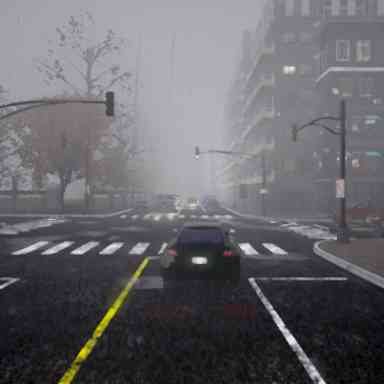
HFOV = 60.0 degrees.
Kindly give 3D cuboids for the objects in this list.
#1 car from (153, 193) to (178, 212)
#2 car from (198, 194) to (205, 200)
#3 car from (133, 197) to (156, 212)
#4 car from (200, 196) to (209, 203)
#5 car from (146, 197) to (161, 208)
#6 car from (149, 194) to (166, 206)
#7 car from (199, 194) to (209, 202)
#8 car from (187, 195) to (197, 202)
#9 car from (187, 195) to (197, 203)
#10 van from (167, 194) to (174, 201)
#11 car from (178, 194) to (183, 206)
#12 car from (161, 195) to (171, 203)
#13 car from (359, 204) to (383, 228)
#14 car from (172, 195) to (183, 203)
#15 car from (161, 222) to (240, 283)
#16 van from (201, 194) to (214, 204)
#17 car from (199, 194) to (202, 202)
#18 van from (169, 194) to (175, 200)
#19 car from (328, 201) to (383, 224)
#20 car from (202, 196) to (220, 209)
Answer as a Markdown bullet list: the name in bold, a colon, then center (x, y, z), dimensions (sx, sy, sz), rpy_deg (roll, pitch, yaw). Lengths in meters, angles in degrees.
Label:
- **car**: center (-3.079, 1.217, 38.919), dimensions (2.150, 2.045, 5.566), rpy_deg (0, 0, -1)
- **car**: center (2.720, 1.508, 94.886), dimensions (1.967, 1.590, 4.097), rpy_deg (0, 0, 0)
- **car**: center (-5.676, 1.565, 38.587), dimensions (1.947, 1.339, 4.313), rpy_deg (0, 0, 0)
- **car**: center (2.713, 1.575, 72.365), dimensions (1.887, 1.381, 4.507), rpy_deg (0, 0, 0)
- **car**: center (-5.673, 1.531, 49.678), dimensions (1.752, 1.417, 4.829), rpy_deg (0, 0, 0)
- **car**: center (-5.671, 1.326, 55.478), dimensions (2.192, 1.841, 5.009), rpy_deg (0, 0, 0)
- **car**: center (2.716, 1.353, 77.996), dimensions (2.192, 1.841, 5.009), rpy_deg (0, 0, 0)
- **car**: center (0.024, 1.441, 77.720), dimensions (2.128, 1.511, 4.902), rpy_deg (0, 0, 0)
- **car**: center (0.020, 1.586, 67.683), dimensions (1.994, 1.385, 4.181), rpy_deg (0, 0, 0)
- **van**: center (-5.662, 1.399, 89.259), dimensions (1.690, 1.788, 3.998), rpy_deg (0, 0, 0)
- **car**: center (-3.038, 1.234, 54.962), dimensions (2.150, 2.045, 5.566), rpy_deg (0, 0, 1)
- **car**: center (-5.667, 1.471, 72.369), dimensions (1.967, 1.590, 4.097), rpy_deg (0, 0, 0)
- **car**: center (14.853, 1.820, 23.670), dimensions (4.674, 1.442, 1.812), rpy_deg (1, 0, 1)
- **car**: center (-2.979, 1.466, 70.702), dimensions (2.128, 1.511, 4.902), rpy_deg (0, 0, 0)
- **car**: center (0.330, 1.560, 9.709), dimensions (1.994, 1.385, 4.181), rpy_deg (0, 0, 4)
- **van**: center (2.708, 1.347, 49.845), dimensions (1.690, 1.788, 3.998), rpy_deg (0, 0, 0)
- **car**: center (2.711, 1.457, 61.106), dimensions (1.967, 1.590, 4.097), rpy_deg (0, 0, 0)
- **van**: center (-5.660, 1.410, 94.888), dimensions (1.690, 1.788, 3.998), rpy_deg (0, 0, 0)
- **car**: center (13.474, 1.593, 26.259), dimensions (5.009, 1.841, 2.192), rpy_deg (1, -1, -1)
- **car**: center (2.706, 1.547, 44.214), dimensions (1.887, 1.381, 4.507), rpy_deg (0, 0, 0)
